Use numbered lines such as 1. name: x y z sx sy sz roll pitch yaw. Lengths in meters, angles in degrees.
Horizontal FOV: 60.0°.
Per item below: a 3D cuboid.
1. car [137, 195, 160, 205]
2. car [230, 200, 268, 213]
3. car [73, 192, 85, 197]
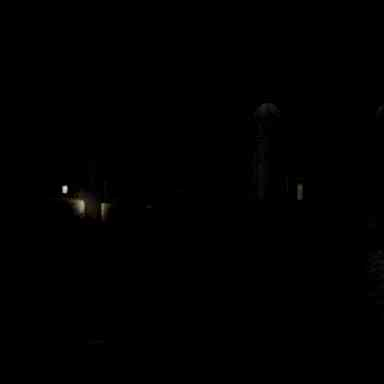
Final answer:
1. car: -6.811 1.238 51.269 1.837 1.490 4.892 0 1 -36
2. car: 5.729 1.502 33.833 1.994 1.385 4.181 0 1 -36
3. car: -29.980 0.721 88.282 1.994 1.385 4.181 0 1 -36
